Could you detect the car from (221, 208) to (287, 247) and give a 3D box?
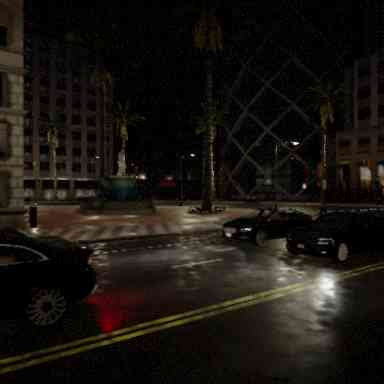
[{"bbox_3d":[3.485,1.471,14.949,4.902,1.511,2.128,0,0,-35],"label":"car"}]

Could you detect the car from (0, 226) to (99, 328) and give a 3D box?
[{"bbox_3d":[-4.044,1.491,5.400,4.902,1.511,2.128,0,0,-35],"label":"car"}]

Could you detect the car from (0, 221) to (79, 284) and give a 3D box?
[{"bbox_3d":[-5.593,1.599,8.594,4.718,1.301,1.895,0,0,-35],"label":"car"}]

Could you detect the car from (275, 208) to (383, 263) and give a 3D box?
[{"bbox_3d":[5.517,1.458,12.098,5.008,1.535,1.882,0,0,-35],"label":"car"}]
